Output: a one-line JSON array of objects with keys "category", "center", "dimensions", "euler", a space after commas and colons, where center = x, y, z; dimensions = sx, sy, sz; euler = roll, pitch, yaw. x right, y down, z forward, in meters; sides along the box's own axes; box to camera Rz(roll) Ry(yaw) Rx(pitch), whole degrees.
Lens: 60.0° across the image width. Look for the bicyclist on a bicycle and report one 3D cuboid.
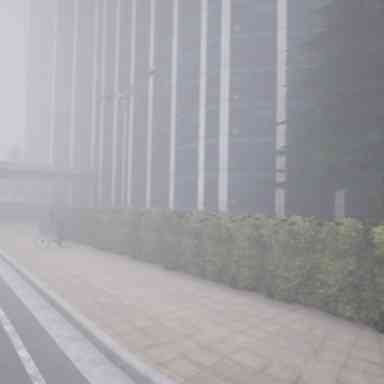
[{"category": "bicyclist on a bicycle", "center": [-6.153, 1.701, 14.883], "dimensions": [1.656, 1.620, 0.582], "euler": [2, -2, -37]}]
